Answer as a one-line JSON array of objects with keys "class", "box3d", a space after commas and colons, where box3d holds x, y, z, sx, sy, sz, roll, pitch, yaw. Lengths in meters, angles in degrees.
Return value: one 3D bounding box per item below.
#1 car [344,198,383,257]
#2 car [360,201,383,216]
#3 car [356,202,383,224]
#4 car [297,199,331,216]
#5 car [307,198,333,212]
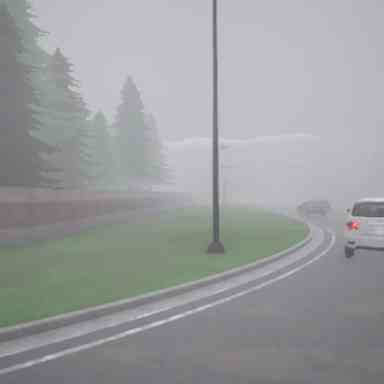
[{"class": "car", "box3d": [7.070, 1.240, 12.497, 2.150, 2.045, 5.566, 0, 0, 30]}, {"class": "car", "box3d": [19.060, 1.650, 33.907, 1.895, 1.301, 4.718, 0, 0, 5]}, {"class": "car", "box3d": [14.661, 1.564, 26.115, 1.812, 1.442, 4.674, 0, 0, 8]}, {"class": "car", "box3d": [12.068, 1.642, 33.789, 2.033, 1.411, 5.357, 0, 0, 5]}, {"class": "car", "box3d": [16.295, 1.618, 42.633, 1.837, 1.490, 4.892, 0, 0, 5]}]
